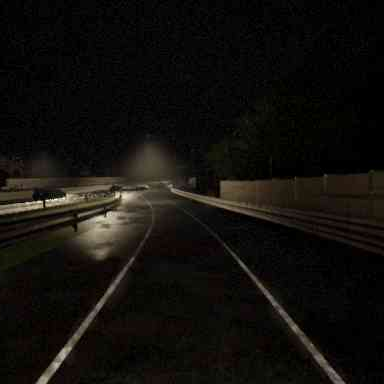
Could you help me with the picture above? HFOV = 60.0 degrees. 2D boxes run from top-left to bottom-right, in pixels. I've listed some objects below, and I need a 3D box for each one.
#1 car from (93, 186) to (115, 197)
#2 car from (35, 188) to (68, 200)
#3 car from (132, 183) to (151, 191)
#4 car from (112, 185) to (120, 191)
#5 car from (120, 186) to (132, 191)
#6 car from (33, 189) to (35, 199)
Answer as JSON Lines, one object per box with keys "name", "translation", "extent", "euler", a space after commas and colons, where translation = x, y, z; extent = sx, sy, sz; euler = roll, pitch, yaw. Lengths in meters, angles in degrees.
{"name": "car", "translation": [-17.975, 0.199, 66.647], "extent": [2.033, 1.411, 5.357], "euler": [0, 3, 11]}
{"name": "car", "translation": [-23.495, 0.437, 56.569], "extent": [2.150, 2.045, 5.566], "euler": [0, 3, 11]}
{"name": "car", "translation": [-13.587, -1.027, 89.221], "extent": [2.128, 1.511, 4.902], "euler": [0, 3, 11]}
{"name": "car", "translation": [-20.467, -1.226, 90.508], "extent": [2.097, 1.767, 4.553], "euler": [0, 3, 11]}
{"name": "car", "translation": [-17.020, -0.973, 89.907], "extent": [1.895, 1.301, 4.718], "euler": [0, 3, 11]}
{"name": "car", "translation": [-26.361, 0.262, 60.175], "extent": [2.150, 2.045, 5.566], "euler": [0, 3, 11]}
